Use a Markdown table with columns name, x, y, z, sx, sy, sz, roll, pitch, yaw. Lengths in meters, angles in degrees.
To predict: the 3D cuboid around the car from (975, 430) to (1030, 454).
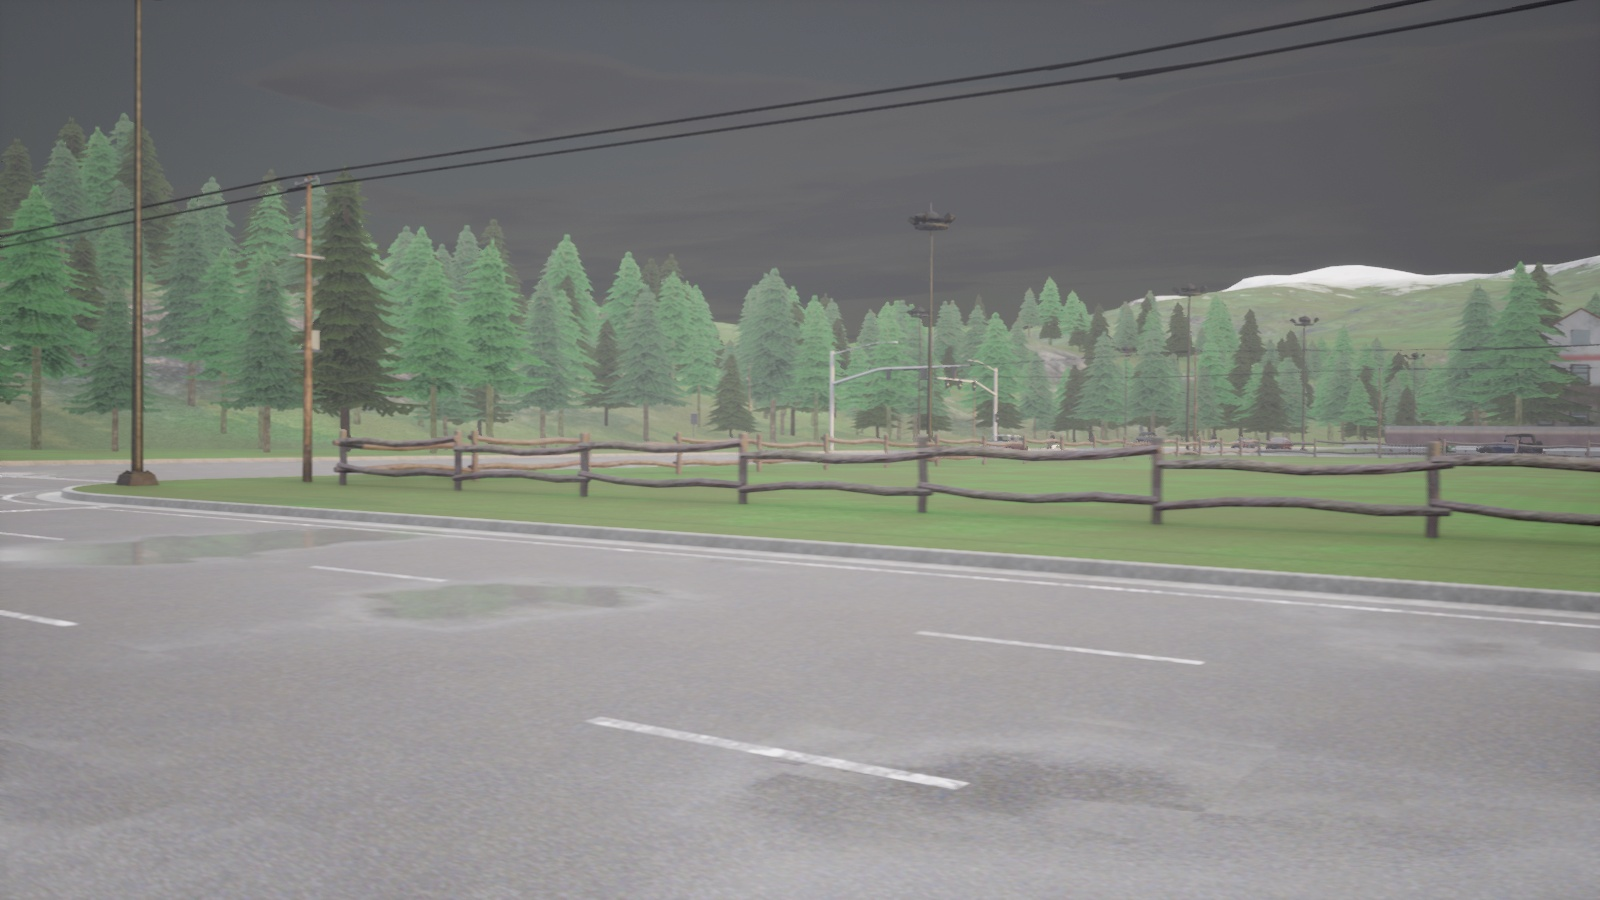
| name | x | y | z | sx | sy | sz | roll | pitch | yaw |
| --- | --- | --- | --- | --- | --- | --- | --- | --- | --- |
| car | 12.746 | -0.505 | 78.820 | 1.970 | 1.475 | 3.806 | 0 | 1 | 35 |

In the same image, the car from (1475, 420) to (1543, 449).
| name | x | y | z | sx | sy | sz | roll | pitch | yaw |
| --- | --- | --- | --- | --- | --- | --- | --- | --- | --- |
| car | 47.498 | -1.054 | 84.124 | 3.866 | 1.878 | 1.905 | 0 | 1 | 34 |
